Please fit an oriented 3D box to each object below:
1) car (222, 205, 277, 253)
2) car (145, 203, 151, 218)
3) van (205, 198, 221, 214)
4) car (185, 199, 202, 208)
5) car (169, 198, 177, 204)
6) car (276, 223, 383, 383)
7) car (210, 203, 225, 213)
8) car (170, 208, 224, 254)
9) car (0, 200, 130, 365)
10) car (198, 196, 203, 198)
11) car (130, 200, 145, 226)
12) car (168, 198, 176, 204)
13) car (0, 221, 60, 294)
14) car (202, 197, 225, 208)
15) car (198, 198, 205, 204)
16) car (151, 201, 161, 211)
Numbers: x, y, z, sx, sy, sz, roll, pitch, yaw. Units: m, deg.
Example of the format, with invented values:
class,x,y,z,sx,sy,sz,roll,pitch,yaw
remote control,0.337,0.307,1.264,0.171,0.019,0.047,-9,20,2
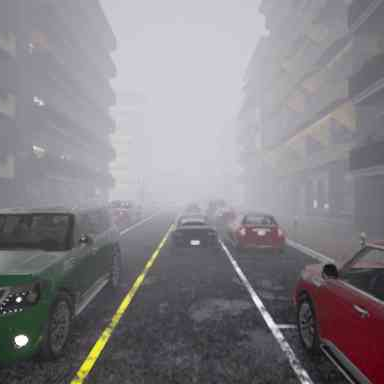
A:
class,x,y,z,sx,sy,sz,roll,pitch,yaw
car,2.556,1.548,14.127,1.967,1.590,4.097,1,0,0
car,-5.288,1.794,30.777,1.887,1.381,4.507,1,-1,0
van,2.566,1.694,41.784,1.690,1.788,3.998,1,-1,0
car,0.114,1.852,39.140,1.812,1.442,4.674,0,-1,0
car,-5.268,2.411,91.009,1.947,1.339,4.313,1,-1,0
car,2.555,1.338,3.065,2.192,1.841,5.009,1,0,0
car,2.556,1.781,25.188,1.802,1.307,4.206,1,-1,0
car,0.070,1.632,13.982,1.812,1.442,4.674,0,0,-1
car,-2.848,1.269,6.308,2.150,2.045,5.566,0,0,0
car,2.614,2.104,85.494,2.192,1.841,5.009,1,-1,0
car,-5.284,1.515,25.248,2.192,1.841,5.009,1,0,0
car,-5.270,2.354,85.449,1.947,1.339,4.313,1,-1,0
car,-5.295,1.631,8.657,1.947,1.339,4.313,1,0,0
car,2.565,1.615,36.253,2.192,1.841,5.009,1,-1,0
car,2.612,2.372,91.221,1.752,1.417,4.829,1,-1,0
car,-5.284,1.990,47.370,1.802,1.307,4.206,1,-1,0
